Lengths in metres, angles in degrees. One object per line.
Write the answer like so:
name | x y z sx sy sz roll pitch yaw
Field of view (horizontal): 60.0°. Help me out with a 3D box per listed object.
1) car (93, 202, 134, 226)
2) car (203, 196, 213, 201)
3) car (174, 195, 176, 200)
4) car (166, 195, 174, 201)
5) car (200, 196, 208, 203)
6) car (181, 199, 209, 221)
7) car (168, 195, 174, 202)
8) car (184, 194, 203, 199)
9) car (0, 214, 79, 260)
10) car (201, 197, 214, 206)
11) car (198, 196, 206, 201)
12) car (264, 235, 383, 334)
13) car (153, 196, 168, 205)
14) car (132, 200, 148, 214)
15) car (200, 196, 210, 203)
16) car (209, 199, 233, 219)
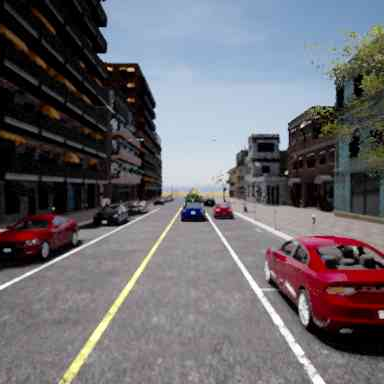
car | -5.700 1.585 23.865 1.947 1.339 4.313 -1 0 0
car | 2.681 1.610 52.223 1.947 1.339 4.313 -1 0 0
car | -5.700 1.636 80.640 1.947 1.339 4.313 -1 0 0
car | -5.701 1.516 86.317 1.967 1.590 4.097 -1 0 0
car | 2.680 1.590 75.103 1.752 1.417 4.829 -1 0 0
car | 0.100 1.585 27.789 1.994 1.385 4.181 0 0 0
car | -5.700 1.647 74.962 1.802 1.307 4.206 -1 0 0
car | 0.102 1.258 46.470 2.150 2.045 5.566 0 0 0
car | -5.700 1.555 12.510 1.887 1.381 4.507 -1 0 0
car | 2.681 1.600 57.901 2.008 1.369 4.403 -1 0 0
car | 2.681 1.641 86.288 1.947 1.339 4.313 -1 0 0
car | 2.680 1.550 6.804 1.887 1.381 4.507 -1 0 0
car | -5.701 1.615 57.929 1.947 1.339 4.313 -1 0 0
car | -5.700 1.580 35.219 2.008 1.369 4.403 -1 0 0
car | 2.681 1.604 69.255 1.887 1.381 4.507 -1 0 0
car | 2.681 1.605 29.514 1.802 1.307 4.206 -1 0 0
